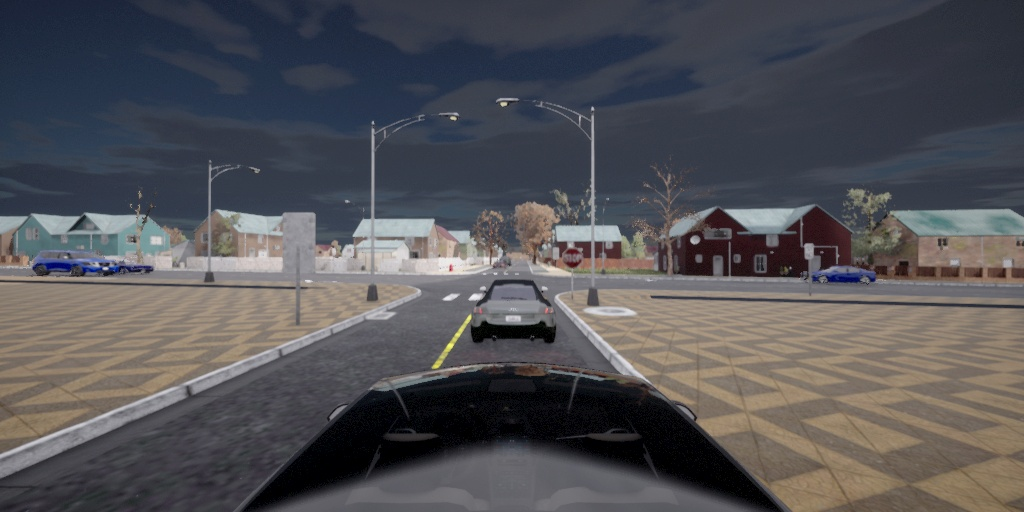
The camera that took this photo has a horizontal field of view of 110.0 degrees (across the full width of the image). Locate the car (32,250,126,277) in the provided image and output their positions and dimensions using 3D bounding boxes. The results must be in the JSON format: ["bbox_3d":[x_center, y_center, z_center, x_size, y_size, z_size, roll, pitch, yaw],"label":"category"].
[{"bbox_3d":[-34.122,0.602,28.072,5.566,2.045,2.150,1,0,8],"label":"car"}]

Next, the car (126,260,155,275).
[{"bbox_3d":[-34.138,1.003,31.353,4.718,1.301,1.895,1,0,8],"label":"car"}]

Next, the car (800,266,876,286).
[{"bbox_3d":[26.950,1.582,29.750,5.008,1.535,1.882,1,0,8],"label":"car"}]

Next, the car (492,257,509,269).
[{"bbox_3d":[-1.918,1.317,55.388,1.994,1.385,4.181,0,0,2],"label":"car"}]

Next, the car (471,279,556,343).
[{"bbox_3d":[0.046,1.309,9.694,1.994,1.385,4.181,0,0,0],"label":"car"}]
